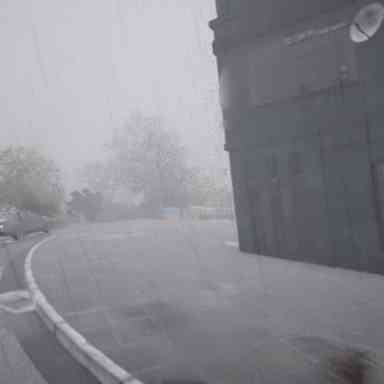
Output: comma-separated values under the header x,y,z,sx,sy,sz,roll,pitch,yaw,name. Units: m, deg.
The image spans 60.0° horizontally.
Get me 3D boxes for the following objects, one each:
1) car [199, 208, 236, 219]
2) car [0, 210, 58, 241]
x,y,z,sx,sy,sz,roll,pitch,yaw,name
3.248,2.735,40.640,5.357,1.411,2.033,3,-9,-41,car
-8.833,1.656,16.819,2.033,1.411,5.357,-6,-1,2,car
